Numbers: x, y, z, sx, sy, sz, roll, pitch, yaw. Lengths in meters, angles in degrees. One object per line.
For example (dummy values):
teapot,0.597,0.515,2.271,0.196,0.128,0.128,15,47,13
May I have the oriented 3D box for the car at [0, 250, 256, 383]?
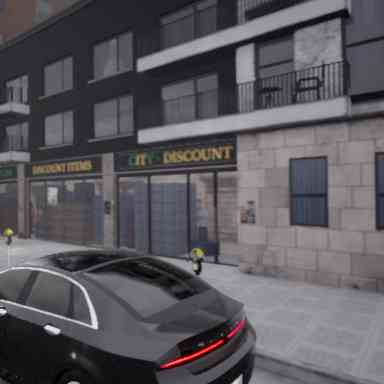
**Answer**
car,-1.593,1.549,4.419,4.892,1.490,1.837,-1,0,36
